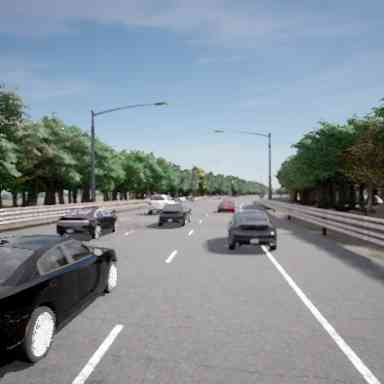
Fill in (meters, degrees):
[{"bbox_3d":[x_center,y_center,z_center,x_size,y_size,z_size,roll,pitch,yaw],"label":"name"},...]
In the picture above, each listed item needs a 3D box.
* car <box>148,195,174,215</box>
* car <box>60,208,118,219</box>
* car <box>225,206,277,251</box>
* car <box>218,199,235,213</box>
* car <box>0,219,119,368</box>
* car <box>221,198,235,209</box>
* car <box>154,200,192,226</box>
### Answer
[{"bbox_3d":[-3.267,1.381,36.697,2.150,2.045,5.566,0,0,8],"label":"car"},{"bbox_3d":[-5.345,1.576,17.659,2.128,1.511,4.902,0,0,5],"label":"car"},{"bbox_3d":[2.495,1.561,14.504,1.837,1.490,4.892,0,0,5],"label":"car"},{"bbox_3d":[4.156,1.724,39.962,1.994,1.385,4.181,0,0,8],"label":"car"},{"bbox_3d":[-2.832,1.508,5.974,1.882,1.535,5.008,0,0,4],"label":"car"},{"bbox_3d":[5.410,1.732,49.930,1.812,1.442,4.674,0,0,9],"label":"car"},{"bbox_3d":[-1.175,1.608,24.192,1.837,1.490,4.892,0,0,6],"label":"car"}]
